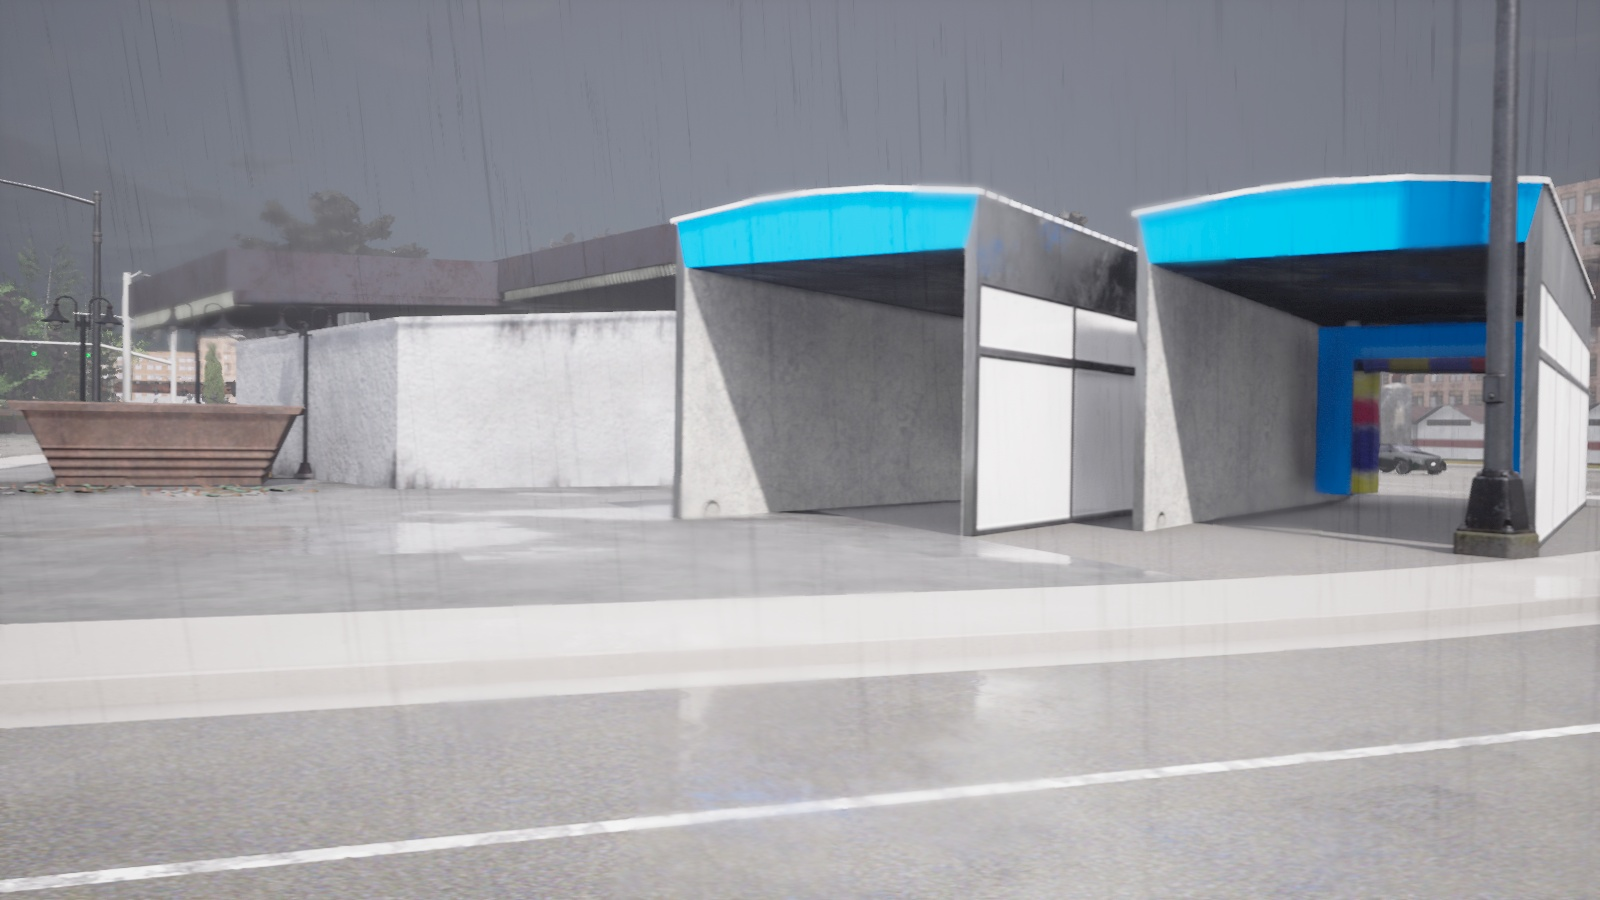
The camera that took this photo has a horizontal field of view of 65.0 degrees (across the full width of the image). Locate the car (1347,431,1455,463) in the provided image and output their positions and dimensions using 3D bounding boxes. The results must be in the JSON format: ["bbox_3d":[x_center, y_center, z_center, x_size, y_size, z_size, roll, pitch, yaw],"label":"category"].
[{"bbox_3d":[27.065,-0.162,56.697,1.994,1.385,4.181,-1,1,-21],"label":"car"}]
